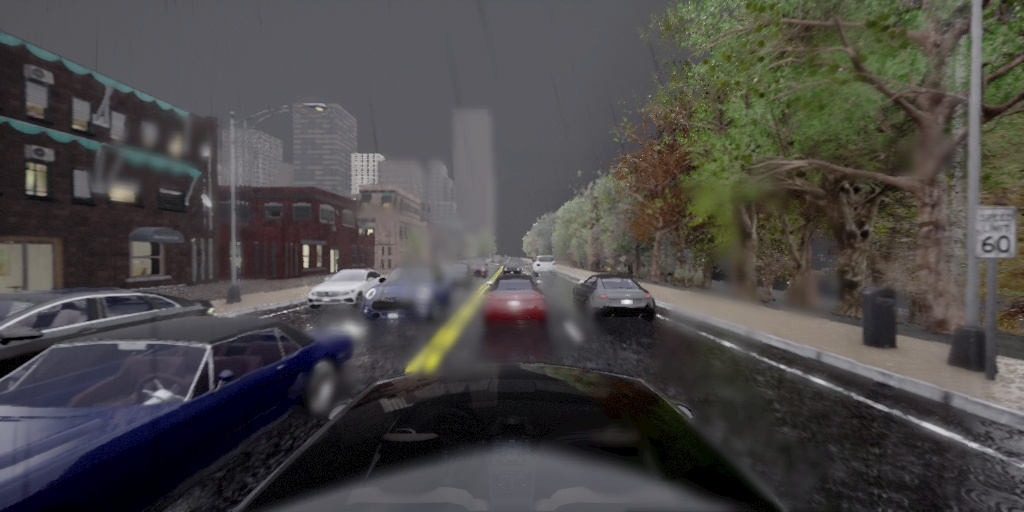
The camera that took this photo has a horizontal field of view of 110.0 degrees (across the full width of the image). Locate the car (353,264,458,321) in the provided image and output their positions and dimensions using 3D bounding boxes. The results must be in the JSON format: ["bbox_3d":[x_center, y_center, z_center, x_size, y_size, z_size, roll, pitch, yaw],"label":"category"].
[{"bbox_3d":[-3.347,1.098,12.382,2.097,1.767,4.553,0,0,0],"label":"car"}]

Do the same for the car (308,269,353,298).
[{"bbox_3d":[-6.595,1.271,15.064,1.812,1.442,4.674,0,0,0],"label":"car"}]

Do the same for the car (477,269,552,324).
[{"bbox_3d":[0.098,1.310,11.961,1.994,1.385,4.181,0,0,0],"label":"car"}]

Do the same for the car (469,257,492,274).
[{"bbox_3d":[-3.253,1.091,32.581,2.097,1.767,4.553,0,0,0],"label":"car"}]

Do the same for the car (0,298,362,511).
[{"bbox_3d":[-3.352,1.350,3.297,1.895,1.301,4.718,0,0,0],"label":"car"}]

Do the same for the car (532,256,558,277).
[{"bbox_3d":[3.258,0.962,35.624,2.150,2.045,5.566,0,0,0],"label":"car"}]

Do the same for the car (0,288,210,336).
[{"bbox_3d":[-6.599,1.241,4.880,2.128,1.511,4.902,0,0,0],"label":"car"}]

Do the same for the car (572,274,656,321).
[{"bbox_3d":[3.350,1.310,12.458,1.994,1.385,4.181,0,0,0],"label":"car"}]

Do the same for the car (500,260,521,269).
[{"bbox_3d":[0.017,1.338,36.786,1.895,1.301,4.718,0,0,0],"label":"car"}]

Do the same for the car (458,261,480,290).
[{"bbox_3d":[-3.328,1.247,22.363,1.837,1.490,4.892,0,0,0],"label":"car"}]
